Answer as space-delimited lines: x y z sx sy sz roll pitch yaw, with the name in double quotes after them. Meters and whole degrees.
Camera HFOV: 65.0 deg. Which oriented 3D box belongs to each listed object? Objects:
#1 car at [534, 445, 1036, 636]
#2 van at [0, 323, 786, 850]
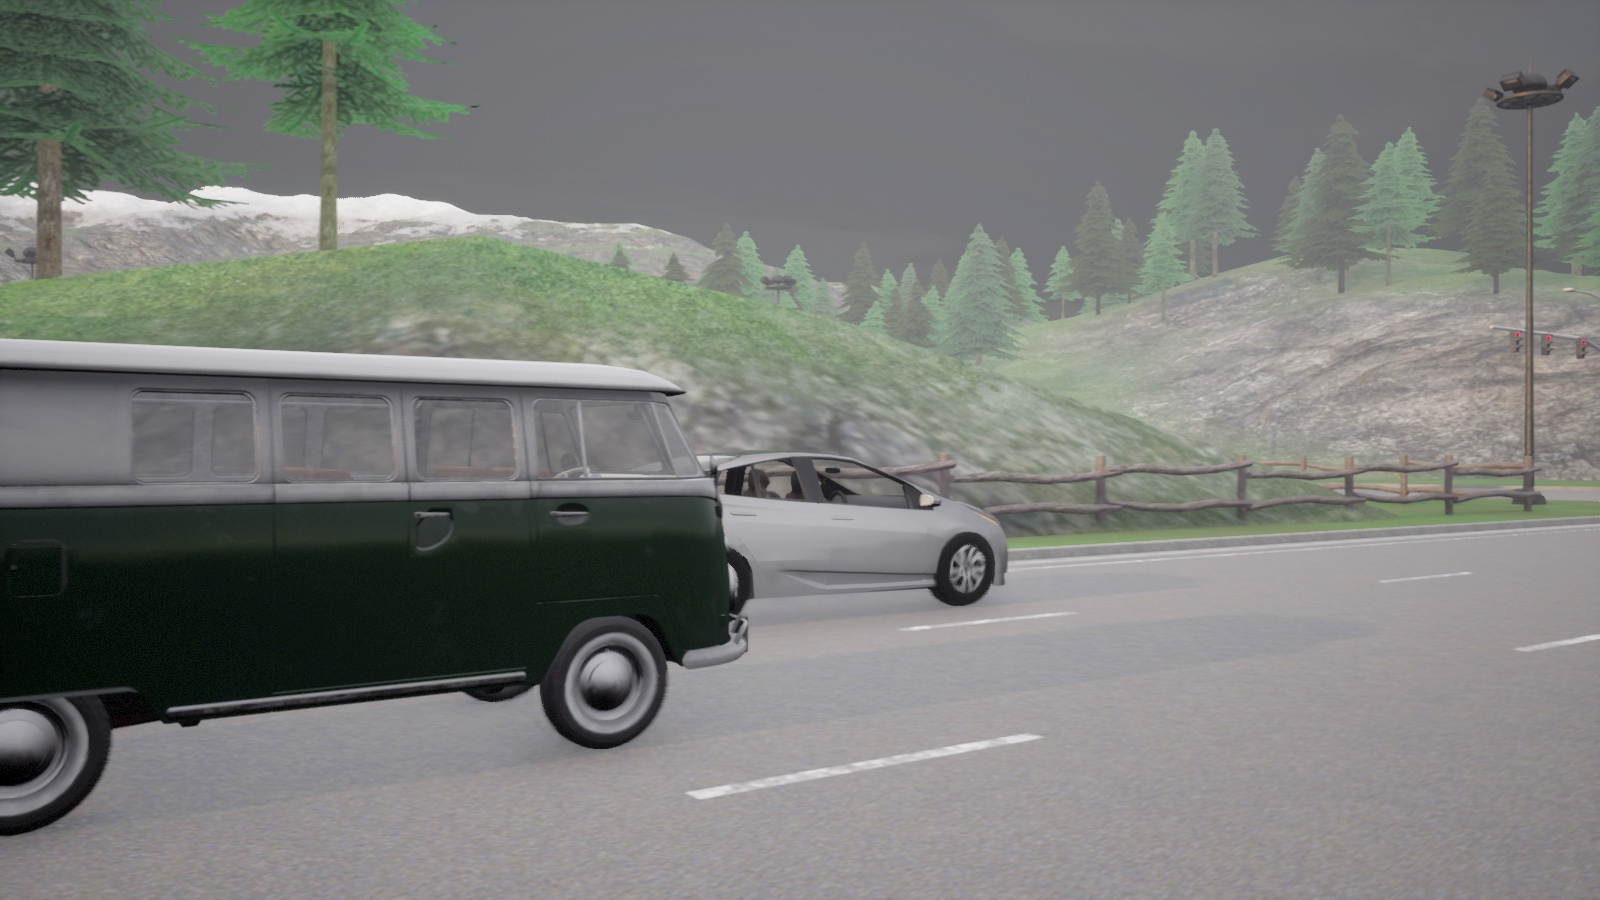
-0.052 0.730 12.152 4.514 1.525 2.007 0 0 -35 "car"
-2.406 0.520 6.249 4.442 1.987 1.775 0 0 -35 "van"
